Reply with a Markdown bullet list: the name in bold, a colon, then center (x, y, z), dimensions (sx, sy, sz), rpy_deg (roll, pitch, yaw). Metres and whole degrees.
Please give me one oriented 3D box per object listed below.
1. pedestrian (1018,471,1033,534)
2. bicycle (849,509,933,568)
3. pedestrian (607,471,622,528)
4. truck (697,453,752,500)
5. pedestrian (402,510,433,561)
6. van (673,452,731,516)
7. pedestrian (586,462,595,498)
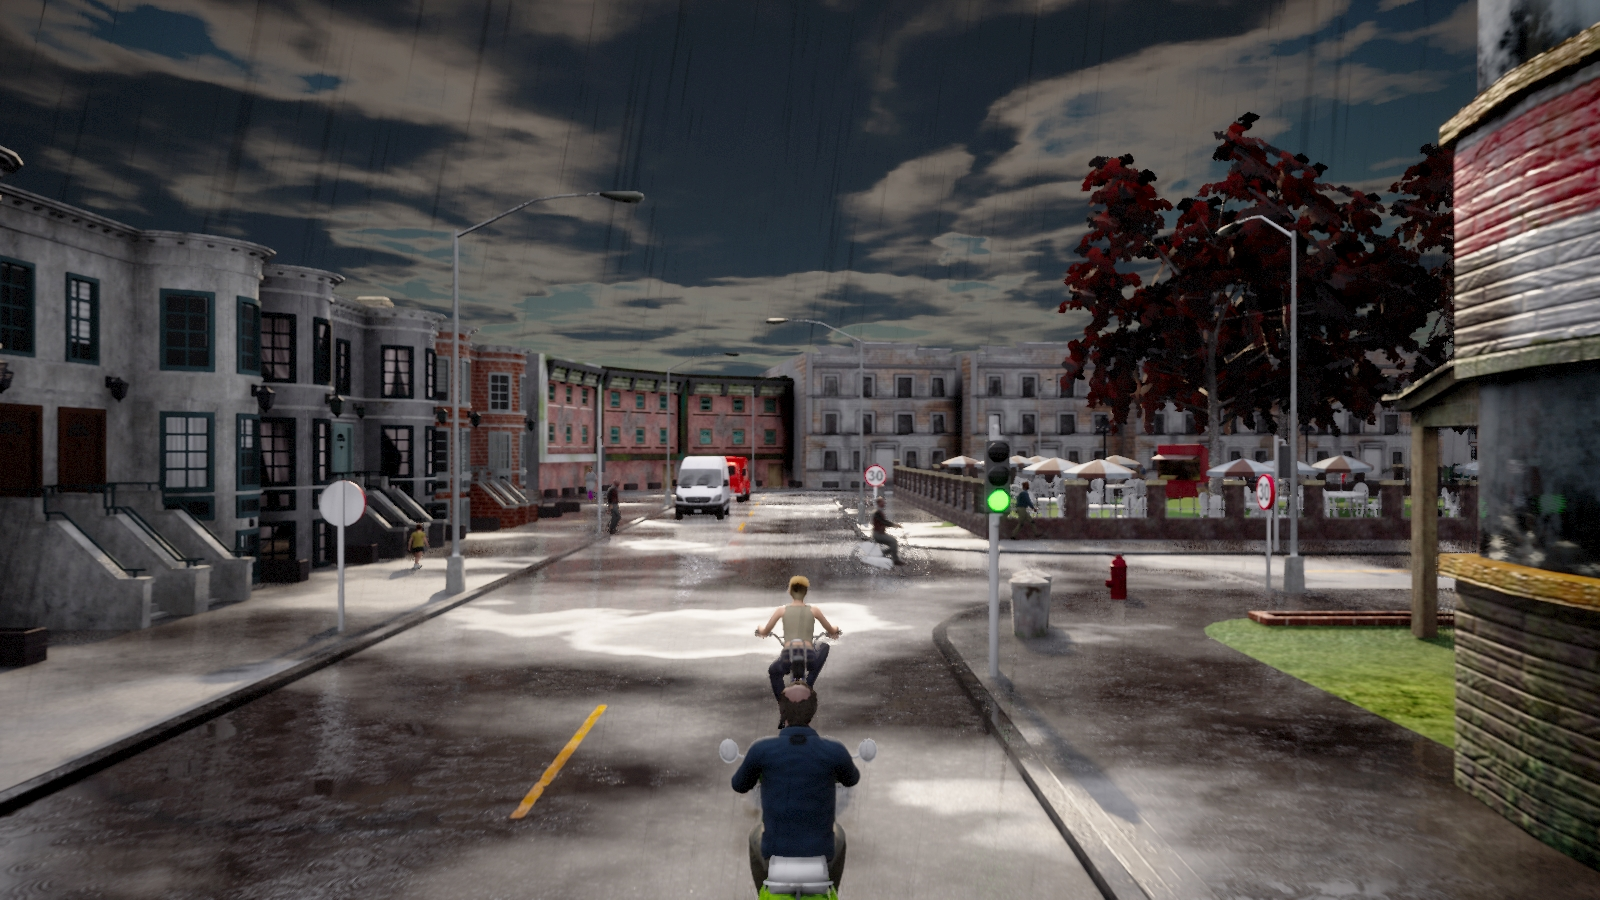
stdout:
- **pedestrian**: center (6.678, 1.542, 33.882), dimensions (0.375, 1.860, 0.375), rpy_deg (0, 0, -1)
- **bicycle**: center (2.023, 1.960, 25.497), dimensions (1.835, 1.271, 0.329), rpy_deg (0, -4, 19)
- **pedestrian**: center (-6.040, 1.607, 37.171), dimensions (0.375, 1.860, 0.375), rpy_deg (0, 0, 16)
- **truck**: center (-4.105, 1.398, 63.053), dimensions (2.627, 2.467, 5.204), rpy_deg (0, 0, 1)
- **pedestrian**: center (-8.649, 1.924, 25.823), dimensions (0.500, 1.100, 0.500), rpy_deg (0, 0, 8)
- **van**: center (-4.085, 1.351, 48.404), dimensions (1.988, 2.561, 5.915), rpy_deg (0, 0, 0)
- **pedestrian**: center (-10.968, 1.577, 59.919), dimensions (0.375, 1.860, 0.375), rpy_deg (0, 0, 8)
